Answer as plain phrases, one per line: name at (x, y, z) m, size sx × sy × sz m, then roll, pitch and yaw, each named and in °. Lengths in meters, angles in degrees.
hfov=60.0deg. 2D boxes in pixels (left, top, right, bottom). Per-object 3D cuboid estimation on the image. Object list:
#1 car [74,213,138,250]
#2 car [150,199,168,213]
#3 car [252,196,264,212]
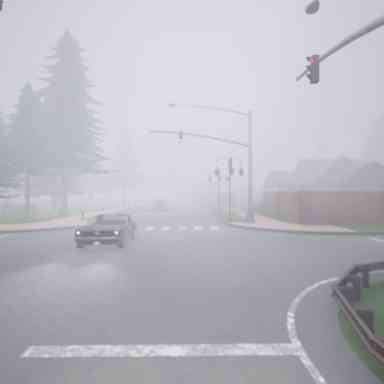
car at (-3.646, 1.641, 14.773) m, size 1.895 × 1.301 × 4.718 m, roll 0°, pitch 0°, yaw -1°
car at (-3.904, 1.620, 39.940) m, size 1.837 × 1.490 × 4.892 m, roll 0°, pitch 0°, yaw 0°
car at (8.950, 1.293, 36.610) m, size 4.605 × 1.855 × 1.932 m, roll 0°, pitch 0°, yaw 0°
